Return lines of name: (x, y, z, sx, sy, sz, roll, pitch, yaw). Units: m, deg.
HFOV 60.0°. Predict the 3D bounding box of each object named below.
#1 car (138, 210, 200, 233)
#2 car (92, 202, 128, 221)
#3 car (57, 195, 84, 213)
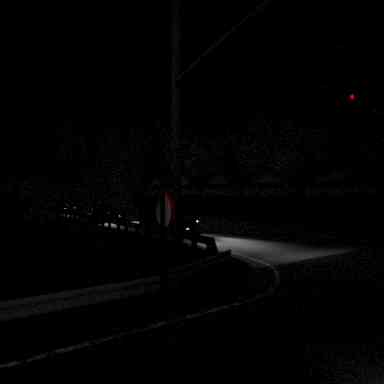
car: (-1.511, 1.792, 20.772, 1.895, 1.301, 4.718, 0, 0, -35)
car: (-7.239, 1.696, 28.931, 1.837, 1.490, 4.892, 0, 0, -35)
car: (-14.399, 1.411, 39.181, 2.150, 2.045, 5.566, 0, 0, -31)
